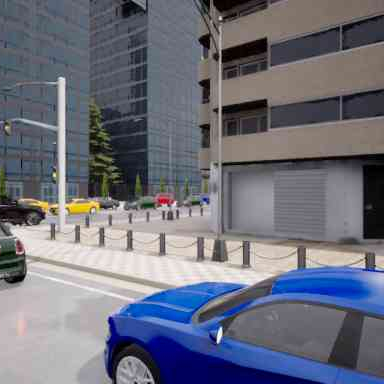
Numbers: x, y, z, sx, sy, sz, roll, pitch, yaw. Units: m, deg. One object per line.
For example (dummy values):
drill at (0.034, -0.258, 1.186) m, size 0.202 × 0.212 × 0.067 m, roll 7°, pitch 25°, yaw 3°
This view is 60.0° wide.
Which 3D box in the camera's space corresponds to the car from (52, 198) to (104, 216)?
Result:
car at (-11.465, 1.422, 32.645) m, size 1.882 × 1.535 × 5.008 m, roll 0°, pitch 0°, yaw 36°

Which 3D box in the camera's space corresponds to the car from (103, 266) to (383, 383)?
car at (1.287, 1.478, 3.073) m, size 5.008 × 1.535 × 1.882 m, roll 0°, pitch 0°, yaw 36°

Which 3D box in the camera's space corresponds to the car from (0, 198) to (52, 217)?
car at (-16.321, 1.422, 31.915) m, size 1.882 × 1.535 × 5.008 m, roll 0°, pitch 0°, yaw 36°

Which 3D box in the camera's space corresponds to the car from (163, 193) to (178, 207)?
car at (-4.896, 1.166, 47.689) m, size 2.150 × 2.045 × 5.566 m, roll 0°, pitch 0°, yaw 35°

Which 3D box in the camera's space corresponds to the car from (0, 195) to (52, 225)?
car at (-11.765, 1.165, 19.947) m, size 2.150 × 2.045 × 5.566 m, roll 0°, pitch 0°, yaw 36°

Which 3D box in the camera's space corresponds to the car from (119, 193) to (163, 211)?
car at (-6.095, 1.296, 40.064) m, size 2.097 × 1.767 × 4.553 m, roll 0°, pitch 0°, yaw 36°

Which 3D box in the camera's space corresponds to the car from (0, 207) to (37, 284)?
car at (-6.209, 1.352, 8.413) m, size 4.553 × 1.767 × 2.097 m, roll 0°, pitch 0°, yaw 36°

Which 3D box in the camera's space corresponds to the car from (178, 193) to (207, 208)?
car at (-0.288, 1.296, 48.073) m, size 2.097 × 1.767 × 4.553 m, roll 0°, pitch 0°, yaw 36°

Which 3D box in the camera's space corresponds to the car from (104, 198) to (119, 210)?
car at (-10.807, 1.436, 39.524) m, size 2.128 × 1.511 × 4.902 m, roll 0°, pitch 0°, yaw 36°

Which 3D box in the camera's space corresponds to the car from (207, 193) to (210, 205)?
car at (1.127, 1.166, 55.958) m, size 2.150 × 2.045 × 5.566 m, roll 0°, pitch 0°, yaw 36°
